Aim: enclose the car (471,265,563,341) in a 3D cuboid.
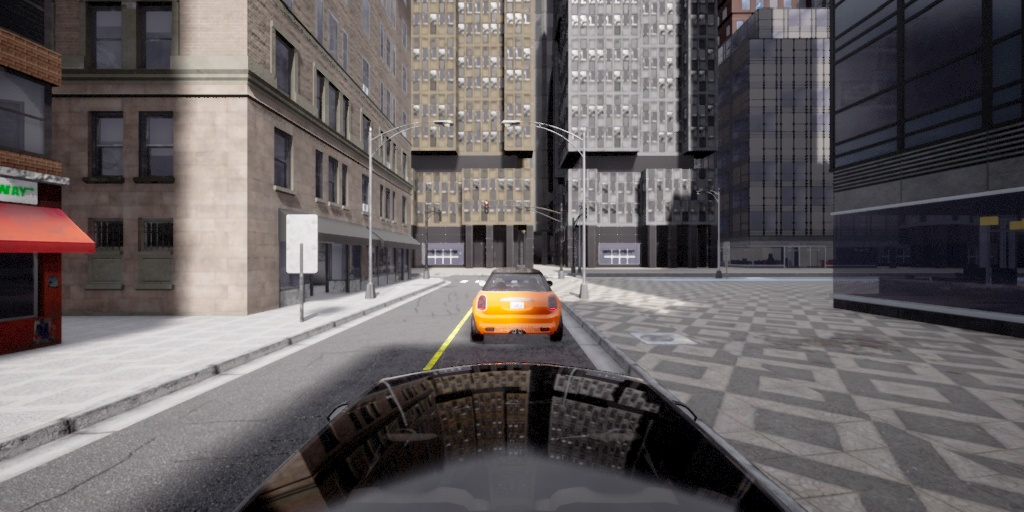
[{"bbox_3d":[0.106,1.101,10.003,2.097,1.767,4.553,0,0,0],"label":"car"}]
